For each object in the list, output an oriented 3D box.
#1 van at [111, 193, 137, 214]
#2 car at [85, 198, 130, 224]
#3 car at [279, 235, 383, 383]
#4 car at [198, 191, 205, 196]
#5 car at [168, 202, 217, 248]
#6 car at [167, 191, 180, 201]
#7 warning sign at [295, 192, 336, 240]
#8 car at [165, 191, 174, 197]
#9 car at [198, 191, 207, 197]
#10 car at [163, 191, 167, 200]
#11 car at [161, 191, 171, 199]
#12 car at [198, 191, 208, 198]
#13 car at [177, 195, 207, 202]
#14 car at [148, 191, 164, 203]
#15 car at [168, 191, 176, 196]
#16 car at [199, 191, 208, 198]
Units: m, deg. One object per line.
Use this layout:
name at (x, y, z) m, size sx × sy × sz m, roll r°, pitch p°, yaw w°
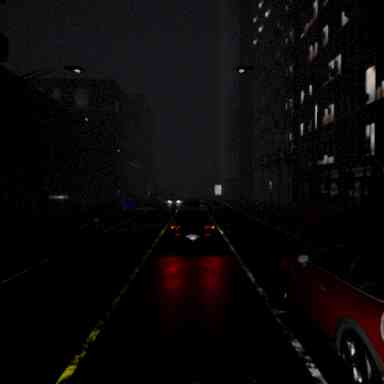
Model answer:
van at (-5.693, 1.004, 27.709) m, size 1.690 × 1.788 × 3.998 m, roll 0°, pitch 1°, yaw 0°
car at (-5.693, 1.297, 22.063) m, size 1.947 × 1.339 × 4.313 m, roll 0°, pitch 1°, yaw 0°
car at (2.689, 1.376, 5.117) m, size 1.967 × 1.590 × 4.097 m, roll 0°, pitch 1°, yaw 0°
car at (2.682, 0.446, 95.491) m, size 1.947 × 1.339 × 4.313 m, roll 0°, pitch 1°, yaw 0°
car at (0.048, 1.356, 13.847) m, size 1.812 × 1.442 × 4.674 m, roll 0°, pitch 1°, yaw 0°
car at (-3.059, 0.826, 58.381) m, size 1.812 × 1.442 × 4.674 m, roll 0°, pitch 1°, yaw 0°
warning sign at (5.066, 0.948, 13.703) m, size 1.300 × 1.860 × 1.060 m, roll 0°, pitch 1°, yaw 0°
car at (-5.698, 0.557, 84.193) m, size 2.008 × 1.369 × 4.403 m, roll 0°, pitch 1°, yaw 0°
car at (2.683, 0.557, 84.194) m, size 2.008 × 1.369 × 4.403 m, roll 0°, pitch 1°, yaw 0°
car at (-5.695, 0.911, 55.952) m, size 1.802 × 1.307 × 4.206 m, roll 0°, pitch 1°, yaw 0°
car at (-5.696, 0.575, 72.896) m, size 1.967 × 1.590 × 4.097 m, roll 0°, pitch 1°, yaw 0°
car at (2.684, 0.658, 73.067) m, size 1.752 × 1.417 × 4.829 m, roll 0°, pitch 1°, yaw 0°
car at (0.044, 1.220, 28.364) m, size 1.994 × 1.385 × 4.181 m, roll 0°, pitch 1°, yaw 0°
car at (-5.695, 0.975, 50.304) m, size 1.802 × 1.307 × 4.206 m, roll 0°, pitch 1°, yaw 0°
car at (-5.699, 0.453, 95.463) m, size 1.947 × 1.339 × 4.313 m, roll 0°, pitch 1°, yaw 0°
car at (2.684, 0.510, 78.544) m, size 1.967 × 1.590 × 4.097 m, roll 0°, pitch 1°, yaw 0°
